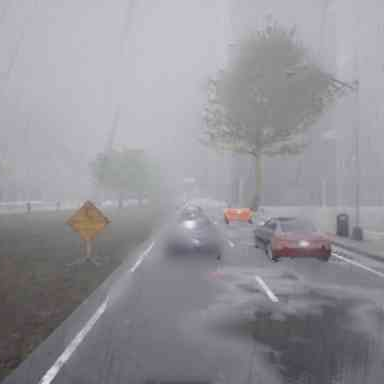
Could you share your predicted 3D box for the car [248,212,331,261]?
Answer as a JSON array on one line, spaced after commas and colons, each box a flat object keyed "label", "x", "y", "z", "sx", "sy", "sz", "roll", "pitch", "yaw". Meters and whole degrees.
[{"label": "car", "x": 3.570, "y": 1.633, "z": 12.538, "sx": 1.994, "sy": 1.385, "sz": 4.181, "roll": 0, "pitch": -1, "yaw": 0}]

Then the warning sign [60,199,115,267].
[{"label": "warning sign", "x": -3.051, "y": 1.160, "z": 9.849, "sx": 1.300, "sy": 1.860, "sz": 1.060, "roll": 0, "pitch": -1, "yaw": 0}]

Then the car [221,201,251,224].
[{"label": "car", "x": 3.571, "y": 1.607, "z": 27.405, "sx": 2.097, "sy": 1.767, "sz": 4.553, "roll": 0, "pitch": -1, "yaw": 0}]

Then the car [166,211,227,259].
[{"label": "car", "x": 0.071, "y": 1.637, "z": 12.968, "sx": 1.994, "sy": 1.385, "sz": 4.181, "roll": 0, "pitch": -1, "yaw": 0}]

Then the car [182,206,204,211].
[{"label": "car", "x": 0.075, "y": 1.832, "z": 28.177, "sx": 1.994, "sy": 1.385, "sz": 4.181, "roll": 0, "pitch": -1, "yaw": 0}]
